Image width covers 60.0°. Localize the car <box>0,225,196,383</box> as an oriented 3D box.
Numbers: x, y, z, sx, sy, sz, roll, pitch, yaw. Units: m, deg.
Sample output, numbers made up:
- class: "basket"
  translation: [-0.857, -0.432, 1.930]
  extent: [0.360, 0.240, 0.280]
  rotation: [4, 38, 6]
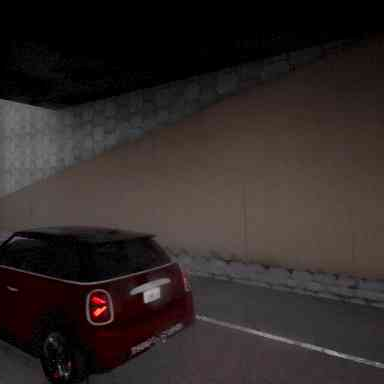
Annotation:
- class: "car"
  translation: [-2.229, 1.351, 5.545]
  extent: [4.553, 1.767, 2.097]
  rotation: [0, 0, 36]
